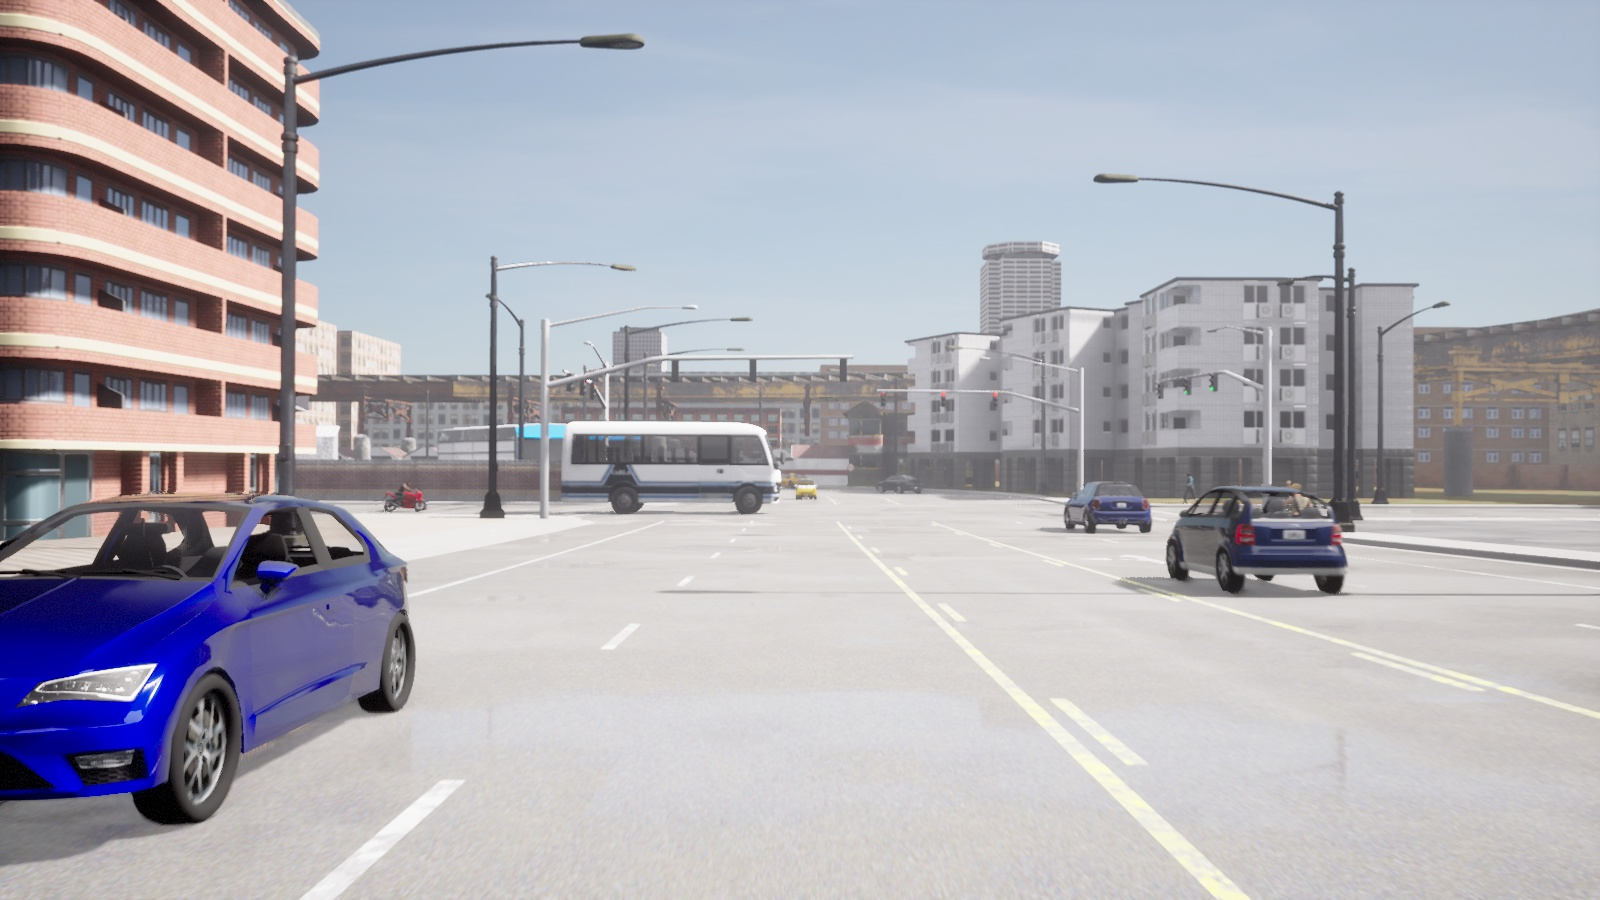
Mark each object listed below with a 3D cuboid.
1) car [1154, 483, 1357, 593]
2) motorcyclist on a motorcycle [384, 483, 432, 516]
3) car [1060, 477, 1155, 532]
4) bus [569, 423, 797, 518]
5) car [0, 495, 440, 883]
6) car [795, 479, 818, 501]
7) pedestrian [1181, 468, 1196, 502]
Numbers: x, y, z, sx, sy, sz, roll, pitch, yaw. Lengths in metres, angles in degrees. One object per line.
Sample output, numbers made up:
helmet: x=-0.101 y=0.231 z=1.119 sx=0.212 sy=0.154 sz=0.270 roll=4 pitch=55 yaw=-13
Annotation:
car: x=6.954 y=1.294 z=19.588 sx=1.789 sy=1.549 sz=3.705 roll=0 pitch=-2 yaw=0
motorcyclist on a motorcycle: x=-18.474 y=2.343 z=59.185 sx=2.044 sy=1.523 sz=0.797 roll=0 pitch=-1 yaw=-1
car: x=10.400 y=1.796 z=42.790 sx=2.097 sy=1.767 sz=4.553 roll=0 pitch=-1 yaw=0
bus: x=-5.318 y=0.894 z=58.679 sx=10.273 sy=4.253 sz=3.944 roll=0 pitch=0 yaw=-2
car: x=-3.516 y=1.010 z=7.000 sx=1.816 sy=1.474 sz=4.193 roll=0 pitch=-2 yaw=0
car: x=0.430 y=2.598 z=82.392 sx=1.481 sy=1.376 sz=2.207 roll=0 pitch=-1 yaw=-1
pedestrian: x=22.125 y=1.994 z=71.456 sx=0.692 sy=1.930 sz=0.396 roll=0 pitch=-1 yaw=-5
